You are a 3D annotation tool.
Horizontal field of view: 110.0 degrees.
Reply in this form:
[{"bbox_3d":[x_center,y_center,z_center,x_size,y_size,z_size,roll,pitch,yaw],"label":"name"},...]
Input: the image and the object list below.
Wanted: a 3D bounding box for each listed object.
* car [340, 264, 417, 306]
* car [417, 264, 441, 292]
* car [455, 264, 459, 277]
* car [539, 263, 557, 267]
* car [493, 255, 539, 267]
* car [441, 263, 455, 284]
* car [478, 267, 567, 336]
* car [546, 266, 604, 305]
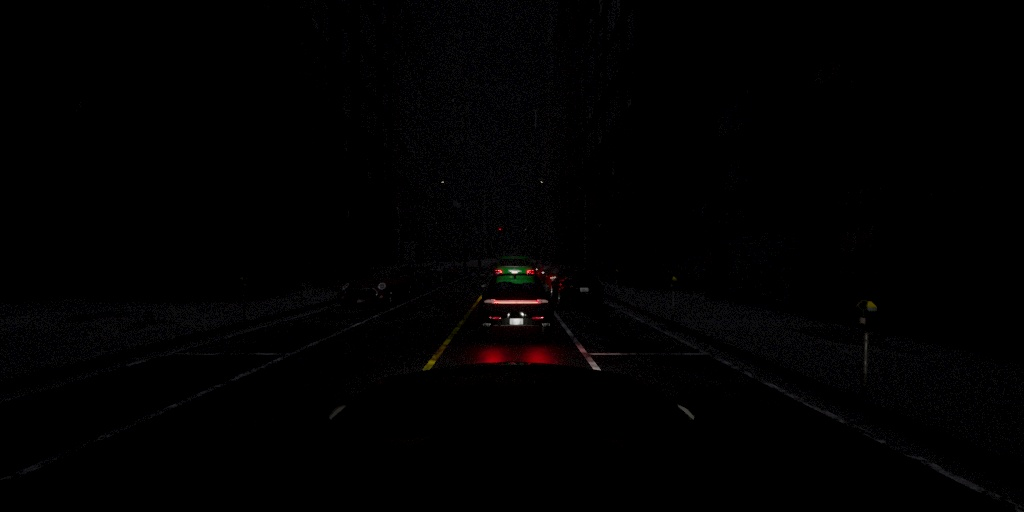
[{"bbox_3d":[-5.776,1.188,15.650,1.967,1.591,4.097,0,0,0],"label":"car"},{"bbox_3d":[-5.780,1.314,21.155,1.948,1.339,4.313,0,0,0],"label":"car"},{"bbox_3d":[-5.789,1.294,32.166,1.888,1.381,4.507,0,0,0],"label":"car"},{"bbox_3d":[2.746,1.293,21.161,1.888,1.381,4.507,0,0,0],"label":"car"},{"bbox_3d":[0.086,0.970,20.307,2.150,2.045,5.566,0,0,-1],"label":"car"},{"bbox_3d":[-5.784,1.299,26.660,2.007,1.370,4.403,0,0,0],"label":"car"},{"bbox_3d":[0.093,1.240,10.387,2.128,1.511,4.902,0,0,0],"label":"car"},{"bbox_3d":[2.750,1.314,15.657,1.948,1.339,4.313,0,0,0],"label":"car"}]
